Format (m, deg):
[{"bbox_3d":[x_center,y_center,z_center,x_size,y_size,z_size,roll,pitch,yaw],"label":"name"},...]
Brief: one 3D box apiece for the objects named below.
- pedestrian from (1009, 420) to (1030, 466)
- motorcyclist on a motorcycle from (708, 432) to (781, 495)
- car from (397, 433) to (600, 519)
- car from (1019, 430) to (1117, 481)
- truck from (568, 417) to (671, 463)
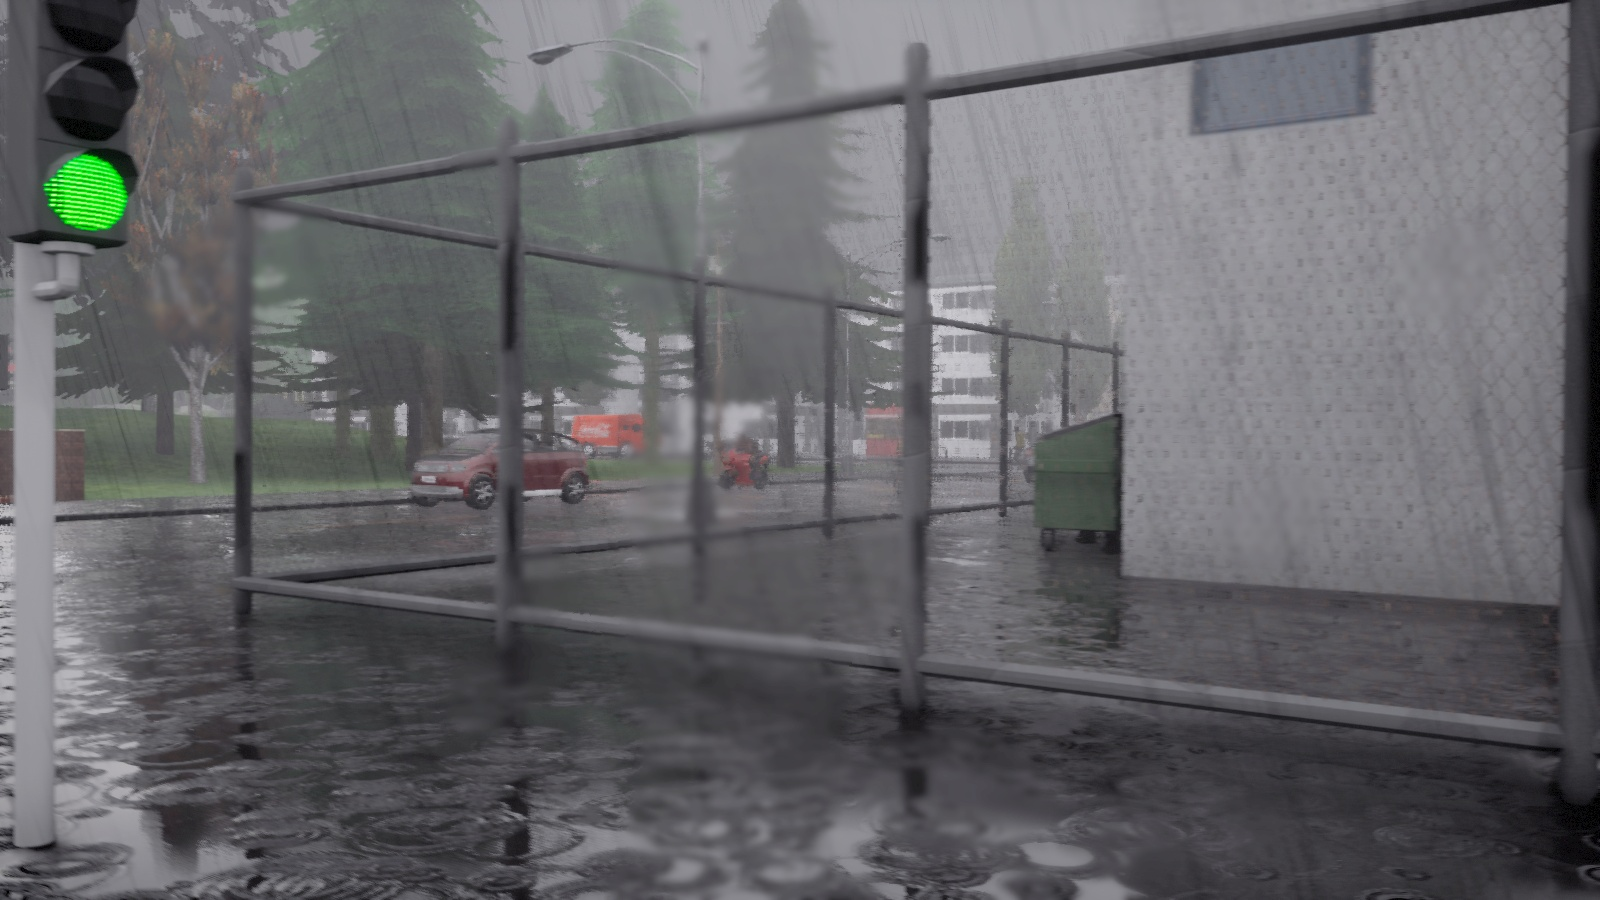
[{"bbox_3d":[8.813,-0.287,50.496,0.709,1.840,0.431,0,1,33],"label":"pedestrian"},{"bbox_3d":[-1.382,0.320,31.907,0.797,1.523,2.044,0,1,33],"label":"motorcyclist on a motorcycle"},{"bbox_3d":[-5.909,0.453,24.965,1.789,1.549,3.705,0,1,32],"label":"car"},{"bbox_3d":[8.538,0.147,39.802,1.845,1.501,3.633,0,1,33],"label":"car"},{"bbox_3d":[-10.037,-0.542,69.801,5.204,2.467,2.627,0,1,33],"label":"truck"}]
